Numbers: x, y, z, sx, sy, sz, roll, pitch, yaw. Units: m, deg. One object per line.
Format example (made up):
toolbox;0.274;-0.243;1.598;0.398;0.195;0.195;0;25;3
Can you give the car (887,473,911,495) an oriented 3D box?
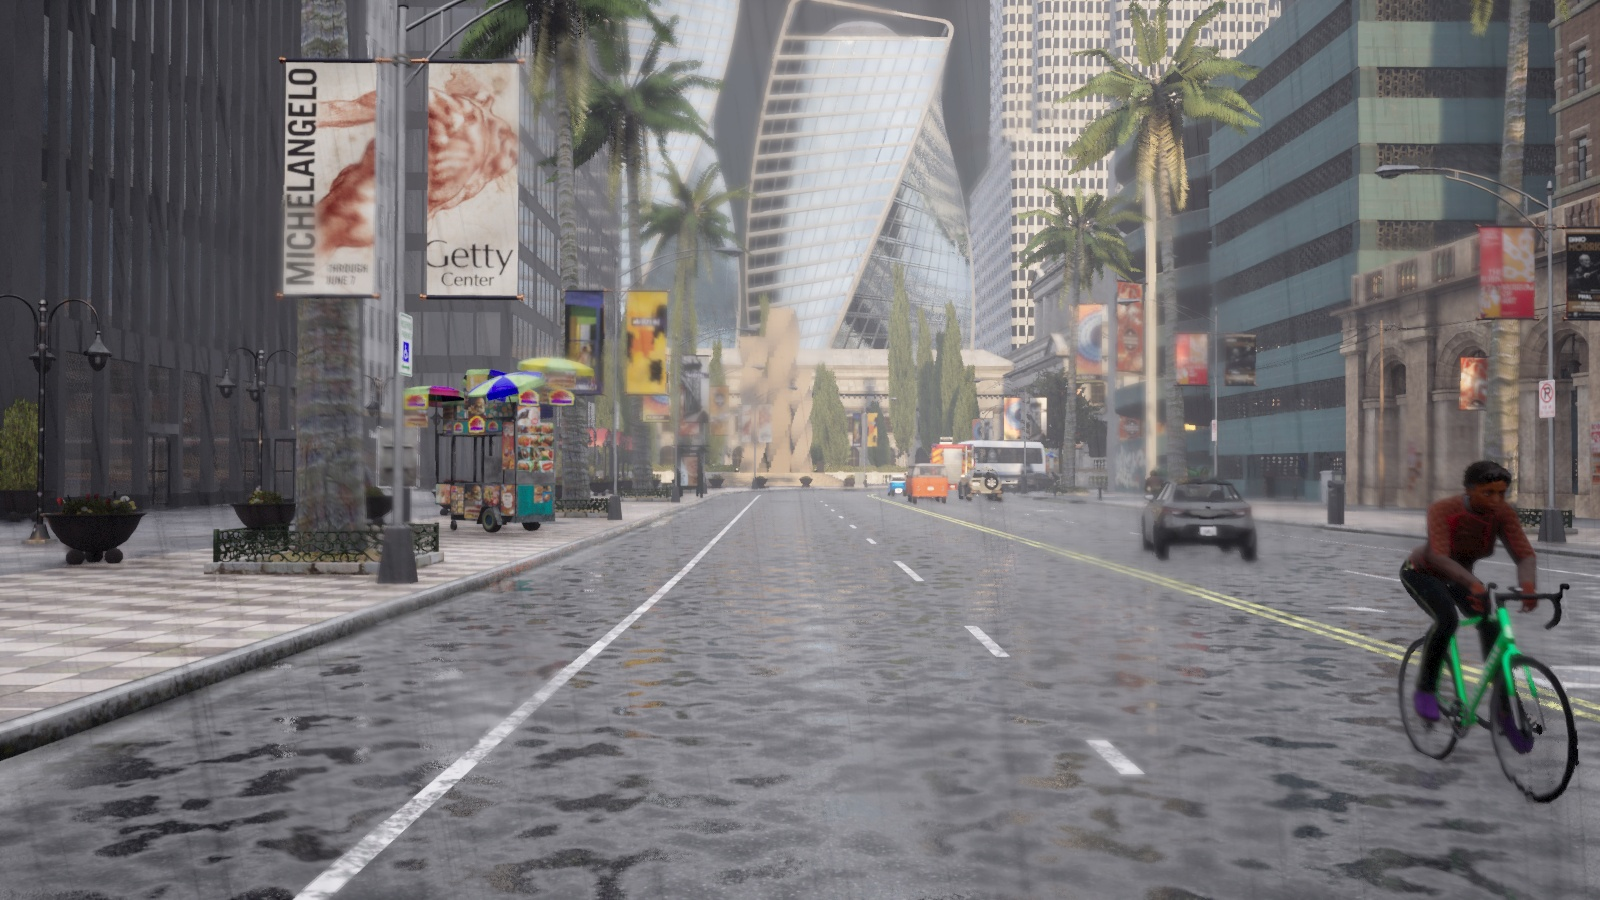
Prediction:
car;6.393;2.205;81.235;1.481;1.376;2.207;0;-1;4

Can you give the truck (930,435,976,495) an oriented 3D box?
truck;10.476;1.040;85.491;2.891;3.827;8.468;0;-1;8

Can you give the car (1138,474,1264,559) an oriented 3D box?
car;7.602;1.203;24.175;1.816;1.474;4.193;0;-1;11

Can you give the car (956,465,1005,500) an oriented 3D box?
car;9.819;1.742;68.657;1.932;1.855;4.605;0;-1;-1

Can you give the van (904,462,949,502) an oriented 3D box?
van;6.385;1.609;63.689;1.775;1.987;4.442;0;-1;-1

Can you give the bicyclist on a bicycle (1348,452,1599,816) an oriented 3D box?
bicyclist on a bicycle;3.485;0.859;6.443;0.582;1.620;1.656;0;-3;0
